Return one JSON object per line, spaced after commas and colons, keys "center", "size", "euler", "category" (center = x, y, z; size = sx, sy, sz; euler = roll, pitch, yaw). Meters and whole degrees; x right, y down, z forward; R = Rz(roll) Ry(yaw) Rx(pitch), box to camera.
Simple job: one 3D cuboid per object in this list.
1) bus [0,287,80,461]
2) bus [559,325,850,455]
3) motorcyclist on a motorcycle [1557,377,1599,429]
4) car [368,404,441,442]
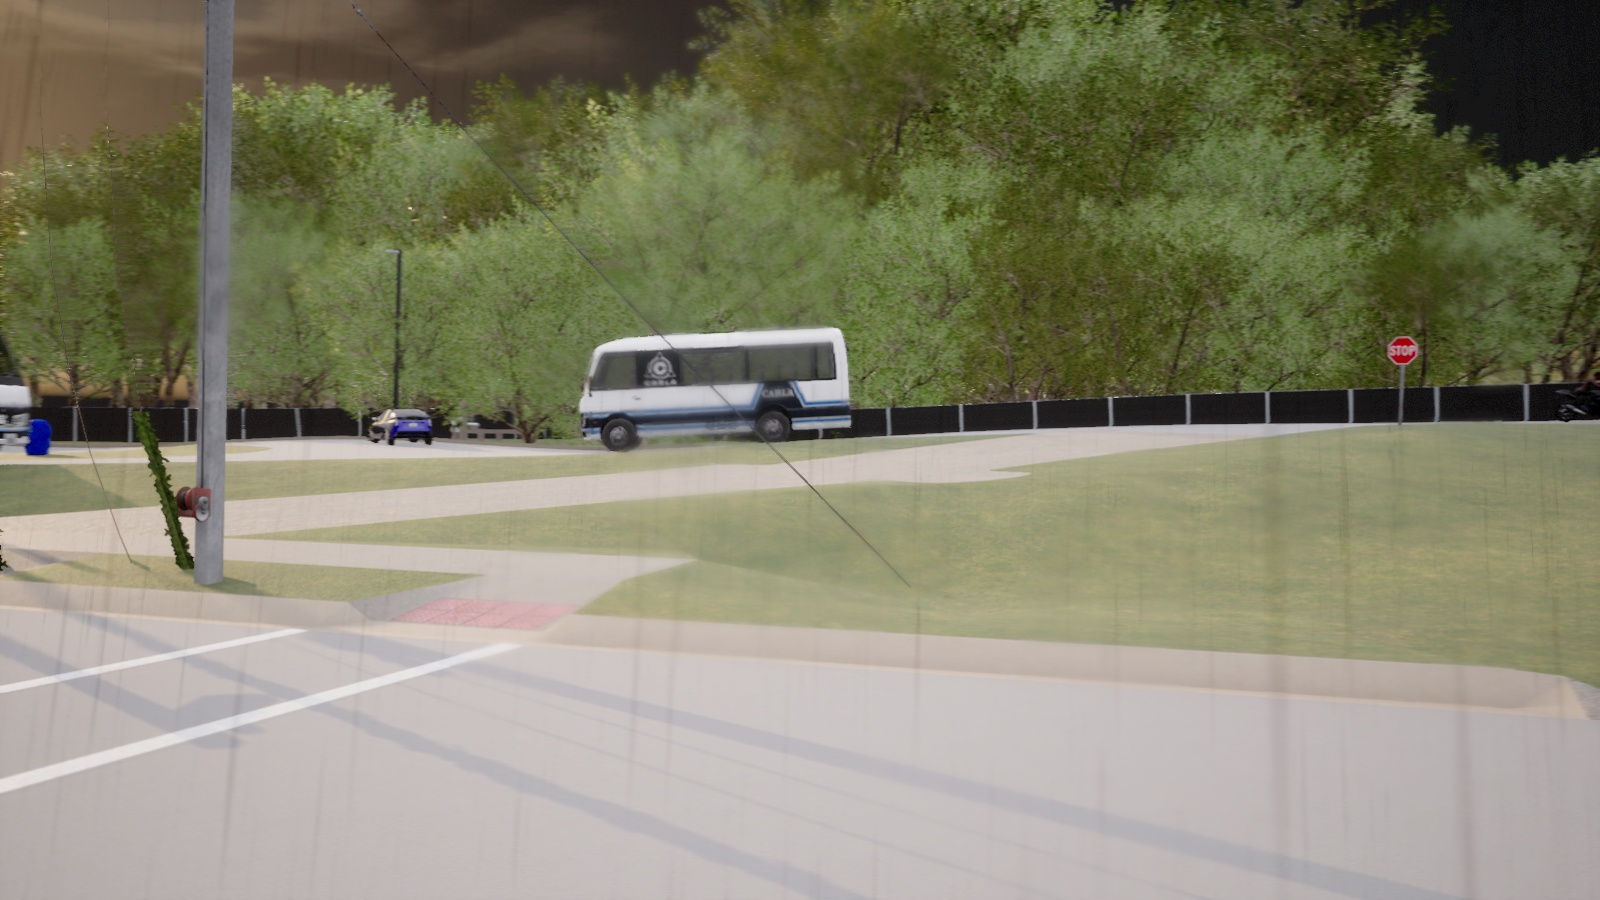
{"center": [-24.556, -1.797, 31.660], "size": [10.273, 4.253, 3.944], "euler": [-1, 2, -11], "category": "bus"}
{"center": [-3.486, -2.214, 47.248], "size": [10.273, 4.253, 3.944], "euler": [-2, 2, -2], "category": "bus"}
{"center": [23.997, -1.421, 37.803], "size": [2.044, 1.523, 0.797], "euler": [0, 2, 34], "category": "motorcyclist on a motorcycle"}
{"center": [-16.745, -1.166, 53.015], "size": [2.007, 1.525, 4.514], "euler": [0, 2, -30], "category": "car"}
